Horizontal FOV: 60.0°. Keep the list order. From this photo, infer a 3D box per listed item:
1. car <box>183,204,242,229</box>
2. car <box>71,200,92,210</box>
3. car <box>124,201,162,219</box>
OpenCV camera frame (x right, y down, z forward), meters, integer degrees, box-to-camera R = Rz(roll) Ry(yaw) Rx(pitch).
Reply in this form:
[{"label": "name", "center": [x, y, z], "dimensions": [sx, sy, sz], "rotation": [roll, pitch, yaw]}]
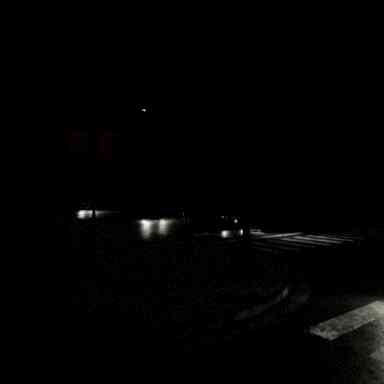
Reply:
[{"label": "car", "center": [1.281, 1.554, 22.559], "dimensions": [2.128, 1.511, 4.902], "rotation": [0, 0, -36]}, {"label": "car", "center": [-14.781, 1.769, 44.972], "dimensions": [1.895, 1.301, 4.718], "rotation": [0, 0, -35]}, {"label": "car", "center": [-4.607, 1.579, 30.750], "dimensions": [1.882, 1.535, 5.008], "rotation": [0, 0, -35]}]
